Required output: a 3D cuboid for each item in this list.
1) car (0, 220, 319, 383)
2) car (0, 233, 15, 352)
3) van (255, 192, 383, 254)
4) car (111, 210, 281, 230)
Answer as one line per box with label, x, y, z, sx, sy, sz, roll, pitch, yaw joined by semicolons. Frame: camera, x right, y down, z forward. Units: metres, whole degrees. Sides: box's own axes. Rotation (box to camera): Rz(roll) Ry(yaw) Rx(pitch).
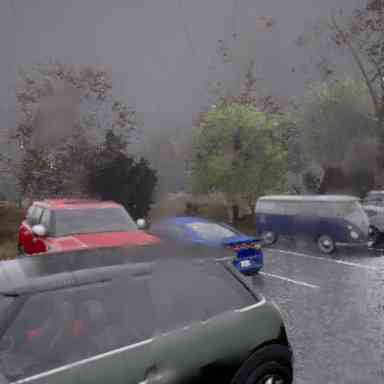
car;-1.255;1.349;2.786;4.553;1.767;2.097;0;0;-35
car;-4.834;1.512;6.111;2.163;1.488;4.792;0;0;-36
van;4.524;1.118;12.680;1.878;1.987;4.442;-2;1;-35
car;-0.242;1.446;9.418;2.097;1.535;5.008;0;0;-36
